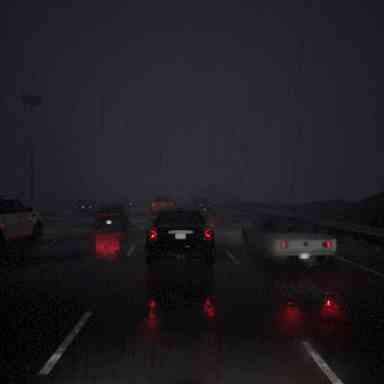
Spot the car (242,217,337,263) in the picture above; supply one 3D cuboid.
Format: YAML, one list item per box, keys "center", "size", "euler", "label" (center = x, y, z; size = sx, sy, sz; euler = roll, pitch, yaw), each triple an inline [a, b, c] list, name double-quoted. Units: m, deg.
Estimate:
- center: [3.073, 1.522, 11.704]
  size: [1.895, 1.301, 4.718]
  euler: [0, 0, -4]
  label: "car"

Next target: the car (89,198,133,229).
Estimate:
- center: [-4.833, 1.386, 20.689]
  size: [1.837, 1.490, 4.892]
  euler: [0, 1, -6]
  label: "car"

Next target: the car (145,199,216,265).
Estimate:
- center: [-0.461, 1.280, 11.671]
  size: [2.097, 1.767, 4.553]
  euler: [0, 0, -4]
  label: "car"

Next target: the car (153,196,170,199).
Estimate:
- center: [-2.974, 1.159, 31.941]
  size: [2.097, 1.767, 4.553]
  euler: [0, 0, -10]
  label: "car"

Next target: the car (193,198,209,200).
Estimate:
- center: [0.720, 1.297, 31.123]
  size: [2.128, 1.511, 4.902]
  euler: [0, 0, -10]
  label: "car"

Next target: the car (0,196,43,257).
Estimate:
- center: [-7.497, 1.158, 12.368]
  size: [2.150, 2.045, 5.566]
  euler: [0, 0, -4]
  label: "car"

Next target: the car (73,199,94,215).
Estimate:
- center: [-9.930, 1.371, 31.360]
  size: [2.033, 1.411, 5.357]
  euler: [0, 0, -10]
  label: "car"
